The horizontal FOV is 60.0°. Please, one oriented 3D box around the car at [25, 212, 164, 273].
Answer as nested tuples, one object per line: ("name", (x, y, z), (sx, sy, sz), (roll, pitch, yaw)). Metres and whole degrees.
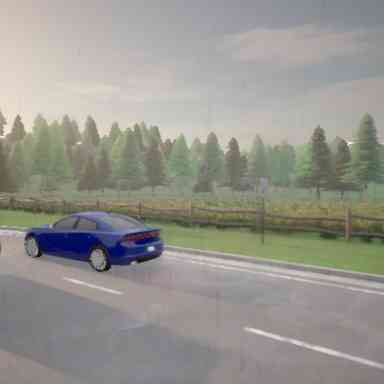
("car", (-3.174, 1.356, 10.375), (5.008, 1.535, 1.882), (1, 0, 33))
